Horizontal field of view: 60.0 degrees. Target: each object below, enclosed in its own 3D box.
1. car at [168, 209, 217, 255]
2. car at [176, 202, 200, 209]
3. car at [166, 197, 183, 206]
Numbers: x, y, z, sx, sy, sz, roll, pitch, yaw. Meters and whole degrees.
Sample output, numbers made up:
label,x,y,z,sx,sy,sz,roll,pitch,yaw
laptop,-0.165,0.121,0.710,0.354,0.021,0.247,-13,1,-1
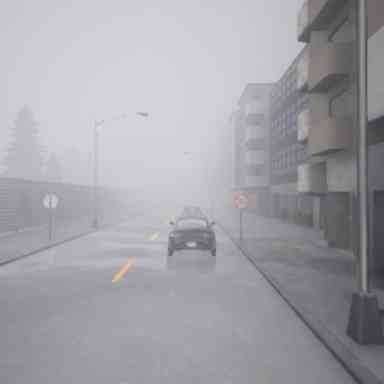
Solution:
label,x,y,z,sx,sy,sz,roll,pitch,yaw
car,0.014,1.676,13.882,1.812,1.442,4.674,0,0,0
car,-0.006,1.845,27.494,2.033,1.411,5.357,0,-1,0
car,-3.543,1.980,69.947,2.150,2.045,5.566,0,-1,18
